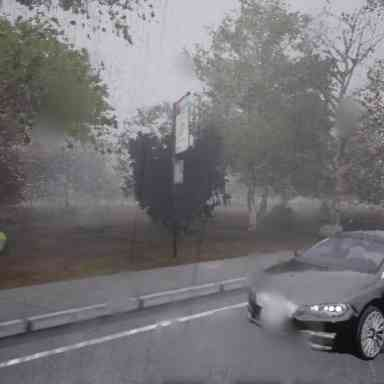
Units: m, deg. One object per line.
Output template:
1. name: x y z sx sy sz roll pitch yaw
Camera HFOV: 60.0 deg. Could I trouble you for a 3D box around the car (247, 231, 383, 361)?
1. car: 3.163 1.505 6.002 4.902 1.511 2.128 0 0 -33
